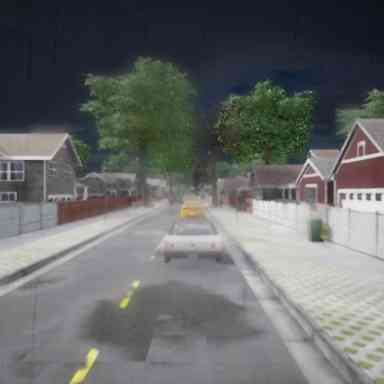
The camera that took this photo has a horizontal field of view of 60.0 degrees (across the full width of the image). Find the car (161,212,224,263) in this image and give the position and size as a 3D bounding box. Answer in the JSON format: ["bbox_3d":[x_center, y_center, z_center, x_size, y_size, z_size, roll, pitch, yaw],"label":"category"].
[{"bbox_3d":[0.043,1.621,12.090,1.895,1.301,4.718,0,0,1],"label":"car"}]

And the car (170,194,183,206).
[{"bbox_3d":[-2.762,1.348,59.843,2.150,2.045,5.566,0,0,0],"label":"car"}]

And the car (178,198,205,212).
[{"bbox_3d":[0.062,1.533,28.875,1.882,1.535,5.008,0,0,1],"label":"car"}]
